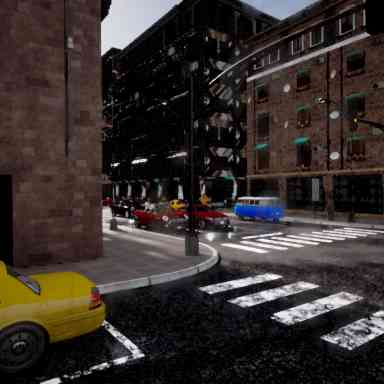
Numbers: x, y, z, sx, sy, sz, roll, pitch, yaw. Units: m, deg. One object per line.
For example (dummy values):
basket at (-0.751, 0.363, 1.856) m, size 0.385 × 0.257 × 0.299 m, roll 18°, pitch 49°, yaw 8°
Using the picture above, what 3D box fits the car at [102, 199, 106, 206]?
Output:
car at (-14.368, 1.429, 46.970) m, size 2.128 × 1.511 × 4.902 m, roll -1°, pitch 0°, yaw -35°

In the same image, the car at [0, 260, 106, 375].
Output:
car at (-3.554, 1.525, 4.029) m, size 4.829 × 1.417 × 1.752 m, roll 0°, pitch 0°, yaw -36°

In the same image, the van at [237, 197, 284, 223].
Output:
van at (4.926, 1.280, 24.944) m, size 1.690 × 1.788 × 3.998 m, roll 0°, pitch 0°, yaw -36°

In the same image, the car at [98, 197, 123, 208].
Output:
car at (-11.725, 1.462, 47.837) m, size 1.887 × 1.381 × 4.507 m, roll -1°, pitch 0°, yaw -36°

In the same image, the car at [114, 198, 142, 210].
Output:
car at (-8.395, 1.463, 43.258) m, size 1.887 × 1.381 × 4.507 m, roll -1°, pitch 0°, yaw -36°

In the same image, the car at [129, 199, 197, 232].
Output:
car at (-1.863, 1.440, 20.030) m, size 1.967 × 1.590 × 4.097 m, roll 0°, pitch 0°, yaw -36°

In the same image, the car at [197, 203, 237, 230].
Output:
car at (0.437, 1.508, 21.274) m, size 1.812 × 1.442 × 4.674 m, roll -1°, pitch 0°, yaw -34°

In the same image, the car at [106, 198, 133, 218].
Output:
car at (-5.609, 1.472, 29.581) m, size 1.837 × 1.490 × 4.892 m, roll -1°, pitch 0°, yaw -36°
